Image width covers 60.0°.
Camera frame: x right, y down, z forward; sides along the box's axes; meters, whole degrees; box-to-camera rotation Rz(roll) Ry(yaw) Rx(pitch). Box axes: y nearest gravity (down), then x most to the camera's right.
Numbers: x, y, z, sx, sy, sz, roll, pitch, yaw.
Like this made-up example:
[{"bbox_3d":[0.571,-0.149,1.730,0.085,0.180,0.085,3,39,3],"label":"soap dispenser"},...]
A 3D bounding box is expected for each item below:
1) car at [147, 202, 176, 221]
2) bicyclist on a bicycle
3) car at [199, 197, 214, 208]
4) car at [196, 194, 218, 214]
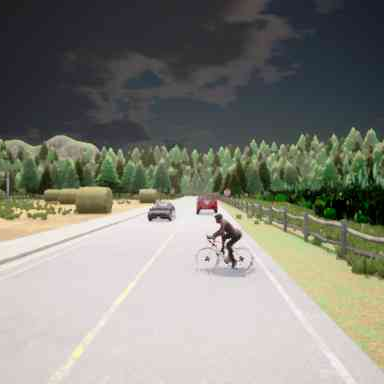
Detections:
[{"bbox_3d":[-2.343,1.539,27.033,2.033,1.411,5.357,0,0,3],"label":"car"},{"bbox_3d":[0.915,1.450,9.453,1.656,1.620,0.582,0,0,3],"label":"bicyclist on a bicycle"},{"bbox_3d":[2.215,1.476,49.117,2.128,1.511,4.902,0,0,3],"label":"car"},{"bbox_3d":[1.606,1.210,35.434,2.150,2.045,5.566,0,0,3],"label":"car"}]
